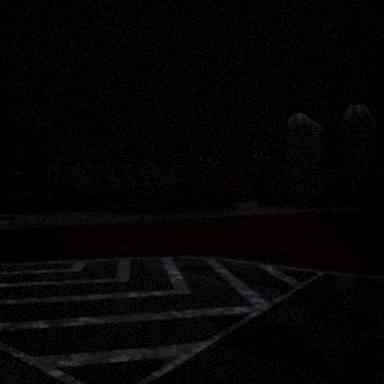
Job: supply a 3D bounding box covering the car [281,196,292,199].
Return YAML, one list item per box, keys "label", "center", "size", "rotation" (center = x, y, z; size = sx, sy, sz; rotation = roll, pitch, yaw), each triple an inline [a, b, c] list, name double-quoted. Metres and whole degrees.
- label: "car"
  center: [25.555, 1.924, 90.060]
  size: [2.242, 1.667, 4.611]
  rotation: [-1, 0, 35]
